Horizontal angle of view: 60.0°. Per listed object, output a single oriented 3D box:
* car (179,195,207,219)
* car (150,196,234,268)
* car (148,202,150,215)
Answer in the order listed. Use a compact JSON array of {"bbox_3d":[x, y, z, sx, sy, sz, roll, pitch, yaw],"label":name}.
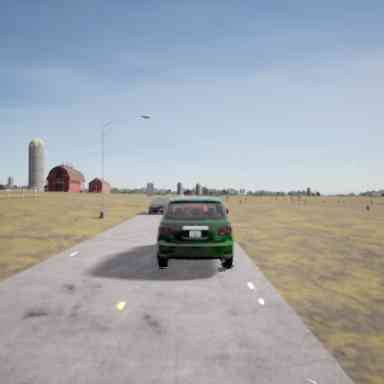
[{"bbox_3d":[0.092,1.137,27.241,2.097,1.767,4.553,0,0,0],"label":"car"},{"bbox_3d":[0.092,1.134,11.126,2.150,2.045,5.566,0,1,0],"label":"car"},{"bbox_3d":[-2.842,1.239,30.361,1.882,1.535,5.008,0,0,0],"label":"car"}]
